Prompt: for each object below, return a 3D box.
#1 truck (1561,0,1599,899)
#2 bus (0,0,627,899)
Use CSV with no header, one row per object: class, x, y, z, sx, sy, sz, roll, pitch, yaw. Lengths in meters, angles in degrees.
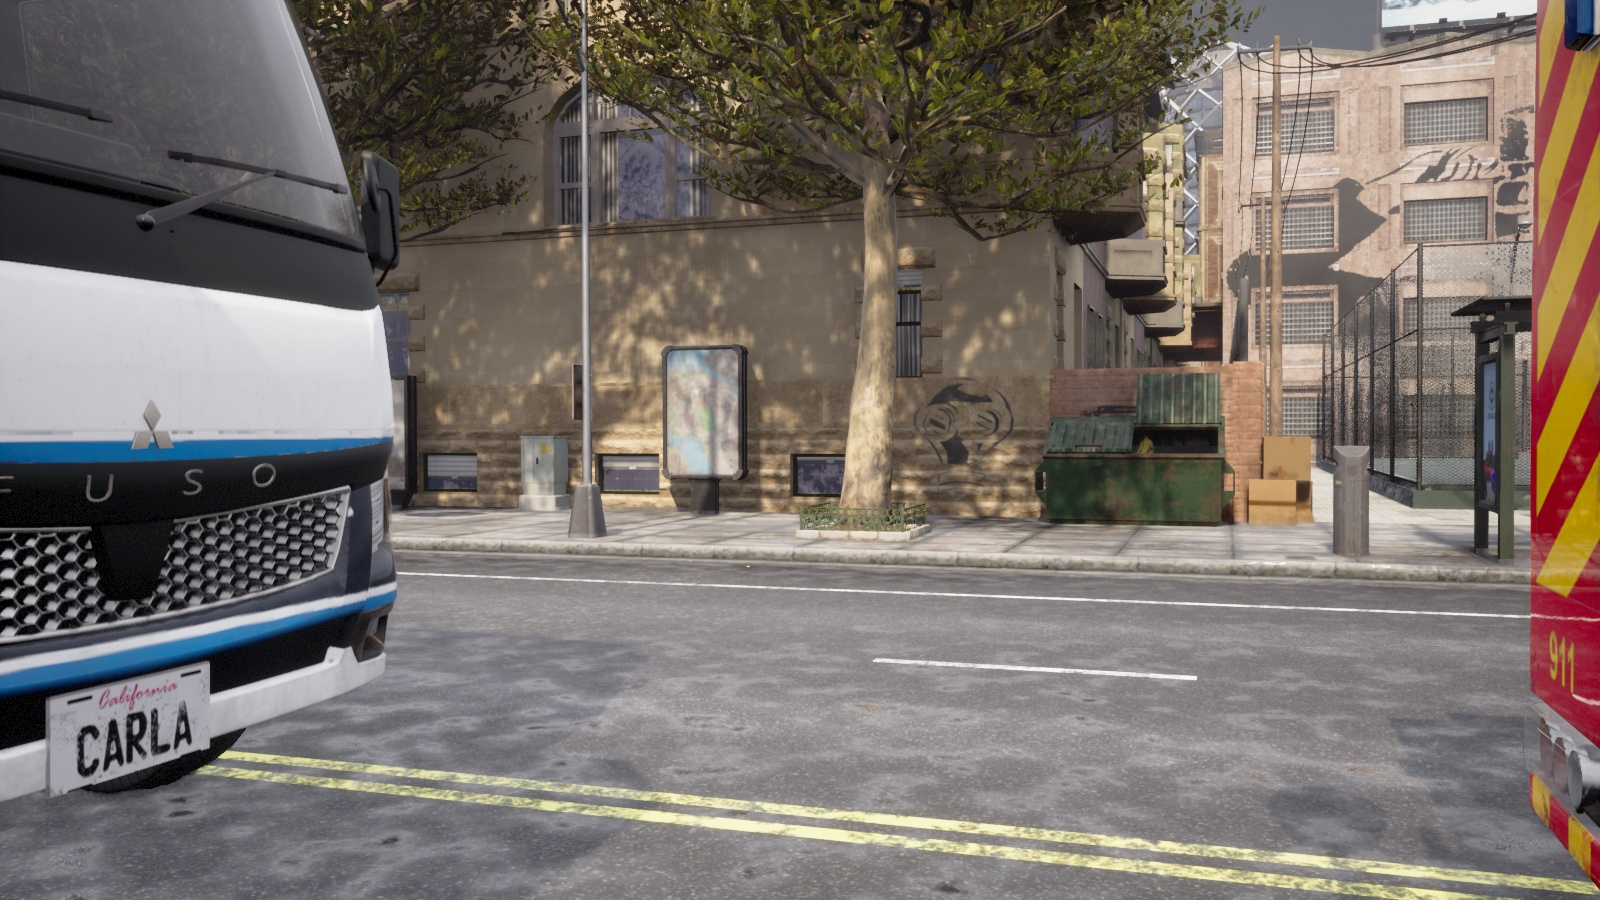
truck,5.943,-0.335,1.185,8.468,3.827,2.891,1,1,19
bus,-6.257,-0.658,5.265,10.273,4.253,3.944,0,1,18
